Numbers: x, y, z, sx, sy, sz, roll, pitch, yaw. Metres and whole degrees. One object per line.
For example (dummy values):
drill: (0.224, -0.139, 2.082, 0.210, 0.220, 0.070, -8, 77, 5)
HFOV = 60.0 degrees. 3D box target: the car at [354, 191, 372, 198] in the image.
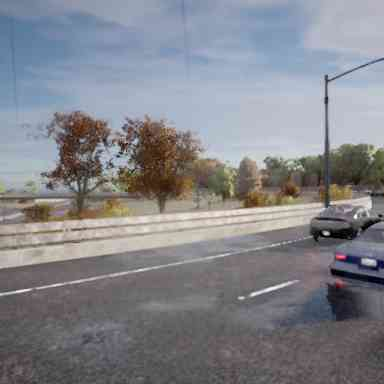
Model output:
car: (39.580, 0.513, 78.053, 2.128, 1.511, 4.902, -1, 0, 6)

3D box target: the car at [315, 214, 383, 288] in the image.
car: (5.496, 1.442, 8.392, 5.357, 1.411, 2.033, -1, 0, -41)

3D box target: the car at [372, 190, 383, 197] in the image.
car: (43.046, 0.305, 77.573, 2.097, 1.767, 4.553, -1, 0, 6)

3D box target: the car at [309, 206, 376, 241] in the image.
car: (6.892, 1.337, 14.369, 4.902, 1.511, 2.128, -1, 0, -43)
